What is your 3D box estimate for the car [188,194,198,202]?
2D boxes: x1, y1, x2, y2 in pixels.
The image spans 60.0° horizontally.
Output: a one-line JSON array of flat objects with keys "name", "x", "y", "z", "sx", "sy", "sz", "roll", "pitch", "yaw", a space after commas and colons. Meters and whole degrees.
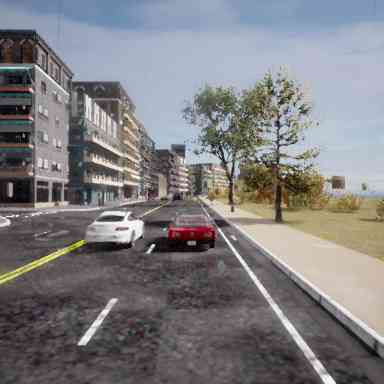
[{"name": "car", "x": 0.000, "y": 1.480, "z": 74.736, "sx": 1.882, "sy": 1.535, "sz": 5.008, "roll": 0, "pitch": 0, "yaw": 0}]

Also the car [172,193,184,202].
[{"name": "car", "x": -3.250, "y": 1.227, "z": 74.766, "sx": 2.150, "sy": 2.045, "sz": 5.566, "roll": 0, "pitch": 0, "yaw": 0}]

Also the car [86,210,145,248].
[{"name": "car", "x": -3.250, "y": 1.536, "z": 14.651, "sx": 1.812, "sy": 1.442, "sz": 4.674, "roll": 0, "pitch": 0, "yaw": 0}]

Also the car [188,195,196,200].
[{"name": "car", "x": 0.000, "y": 1.550, "z": 88.520, "sx": 1.895, "sy": 1.301, "sz": 4.718, "roll": 0, "pitch": 0, "yaw": 0}]

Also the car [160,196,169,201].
[{"name": "car", "x": -6.499, "y": 1.579, "z": 79.711, "sx": 1.895, "sy": 1.301, "sz": 4.718, "roll": 0, "pitch": 0, "yaw": 0}]

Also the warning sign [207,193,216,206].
[{"name": "warning sign", "x": 2.842, "y": 1.129, "z": 48.425, "sx": 1.300, "sy": 1.860, "sz": 1.060, "roll": -1, "pitch": -1, "yaw": 0}]

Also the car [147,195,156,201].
[{"name": "car", "x": -9.749, "y": 1.508, "z": 79.741, "sx": 1.812, "sy": 1.442, "sz": 4.674, "roll": 0, "pitch": 0, "yaw": 0}]

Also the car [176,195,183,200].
[{"name": "car", "x": -3.250, "y": 1.455, "z": 88.490, "sx": 1.837, "sy": 1.490, "sz": 4.892, "roll": 0, "pitch": 0, "yaw": 0}]

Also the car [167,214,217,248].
[{"name": "car", "x": 0.000, "y": 1.620, "z": 14.680, "sx": 1.895, "sy": 1.301, "sz": 4.718, "roll": 0, "pitch": 0, "yaw": 0}]
